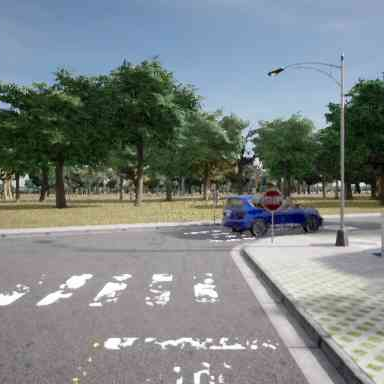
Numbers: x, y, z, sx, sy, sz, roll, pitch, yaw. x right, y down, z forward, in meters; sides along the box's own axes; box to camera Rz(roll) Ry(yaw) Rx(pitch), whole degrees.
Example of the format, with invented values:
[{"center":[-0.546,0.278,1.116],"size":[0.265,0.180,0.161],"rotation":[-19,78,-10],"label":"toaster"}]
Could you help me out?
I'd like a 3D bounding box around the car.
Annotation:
[{"center":[4.251,1.196,17.649],"size":[5.566,2.045,2.150],"rotation":[0,0,-23],"label":"car"}]
